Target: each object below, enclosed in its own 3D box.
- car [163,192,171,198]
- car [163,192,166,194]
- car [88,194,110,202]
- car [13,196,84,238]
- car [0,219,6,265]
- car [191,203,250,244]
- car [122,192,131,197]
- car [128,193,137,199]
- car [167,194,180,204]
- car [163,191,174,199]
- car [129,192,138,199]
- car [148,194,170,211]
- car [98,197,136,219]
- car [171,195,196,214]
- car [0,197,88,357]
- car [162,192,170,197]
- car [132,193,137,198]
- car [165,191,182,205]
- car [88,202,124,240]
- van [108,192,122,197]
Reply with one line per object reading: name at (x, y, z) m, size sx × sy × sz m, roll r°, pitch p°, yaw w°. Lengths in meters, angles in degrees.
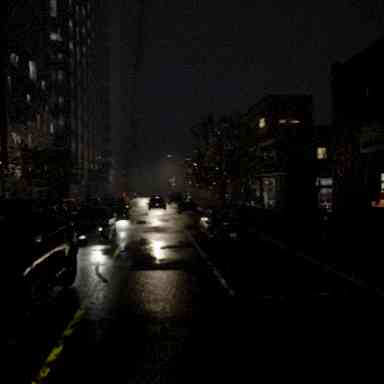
car at (-6.601, 0.787, 86.282) m, size 1.947 × 1.339 × 4.313 m, roll -2°, pitch 1°, yaw -6°
car at (-5.042, 1.124, 47.400) m, size 1.812 × 1.442 × 4.674 m, roll -1°, pitch 1°, yaw -6°
car at (-8.875, 1.282, 29.641) m, size 1.967 × 1.590 × 4.097 m, roll -2°, pitch 1°, yaw -6°
car at (-7.770, 1.253, 18.626) m, size 2.192 × 1.841 × 5.009 m, roll -2°, pitch 1°, yaw -6°
car at (-6.670, 1.592, 8.345) m, size 1.947 × 1.339 × 4.313 m, roll -2°, pitch 1°, yaw -6°
car at (1.319, 1.386, 14.773) m, size 2.008 × 1.369 × 4.403 m, roll -2°, pitch 1°, yaw -6°
car at (-11.343, 0.961, 52.372) m, size 2.192 × 1.841 × 5.009 m, roll -2°, pitch 1°, yaw -6°
car at (-14.315, 0.935, 79.716) m, size 1.752 × 1.417 × 4.829 m, roll -2°, pitch 1°, yaw -6°
car at (-3.024, 1.030, 53.440) m, size 1.752 × 1.417 × 4.829 m, roll -2°, pitch 1°, yaw -6°
car at (-5.410, 0.631, 75.276) m, size 2.192 × 1.841 × 5.009 m, roll -2°, pitch 1°, yaw -6°
car at (-14.915, 0.887, 85.218) m, size 1.752 × 1.417 × 4.829 m, roll -2°, pitch 1°, yaw -6°
car at (-3.802, 1.257, 36.395) m, size 1.994 × 1.385 × 4.181 m, roll -1°, pitch 1°, yaw -6°
car at (-5.877, 1.391, 26.459) m, size 1.994 × 1.385 × 4.181 m, roll -1°, pitch 1°, yaw -5°
car at (-0.517, 1.253, 30.534) m, size 2.008 × 1.369 × 4.403 m, roll -2°, pitch 1°, yaw -6°
car at (-3.704, 1.222, 6.245) m, size 2.150 × 2.045 × 5.566 m, roll -1°, pitch 1°, yaw -7°
car at (-7.199, 0.755, 91.784) m, size 1.802 × 1.307 × 4.206 m, roll -2°, pitch 1°, yaw -6°
car at (-13.134, 1.048, 68.881) m, size 1.887 × 1.381 × 4.507 m, roll -2°, pitch 1°, yaw -6°
car at (-2.413, 0.869, 47.767) m, size 2.192 × 1.841 × 5.009 m, roll -2°, pitch 1°, yaw -6°
car at (-4.806, 1.461, 16.438) m, size 2.033 × 1.411 × 5.357 m, roll -1°, pitch 1°, yaw -6°
van at (-10.144, 1.082, 41.368) m, size 1.690 × 1.788 × 3.998 m, roll -2°, pitch 1°, yaw -6°
